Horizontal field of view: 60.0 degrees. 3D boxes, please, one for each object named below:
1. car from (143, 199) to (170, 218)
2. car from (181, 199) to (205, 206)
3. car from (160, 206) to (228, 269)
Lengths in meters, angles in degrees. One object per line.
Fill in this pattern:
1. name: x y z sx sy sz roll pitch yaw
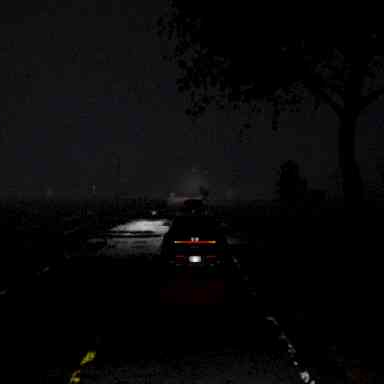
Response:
1. car: -2.848 1.310 27.445 2.128 1.511 4.902 0 0 0
2. car: 0.087 1.296 27.472 1.882 1.535 5.008 0 0 0
3. car: 0.088 1.430 10.900 1.837 1.490 4.892 0 1 0
